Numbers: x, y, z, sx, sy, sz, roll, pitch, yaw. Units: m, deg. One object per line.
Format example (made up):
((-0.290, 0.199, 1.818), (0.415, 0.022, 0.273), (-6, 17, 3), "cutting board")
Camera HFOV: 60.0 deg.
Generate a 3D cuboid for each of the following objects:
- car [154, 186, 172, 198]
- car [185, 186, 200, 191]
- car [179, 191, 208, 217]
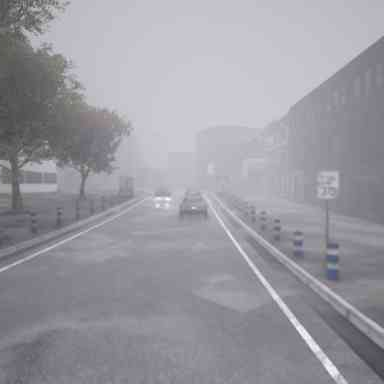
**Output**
((-3.643, -0.045, 42.329), (1.994, 1.385, 4.181), (0, 3, -1), "car")
((0.082, -0.023, 41.899), (1.994, 1.385, 4.181), (0, 3, -1), "car")
((0.104, 0.929, 24.272), (1.994, 1.385, 4.181), (0, 3, 0), "car")
